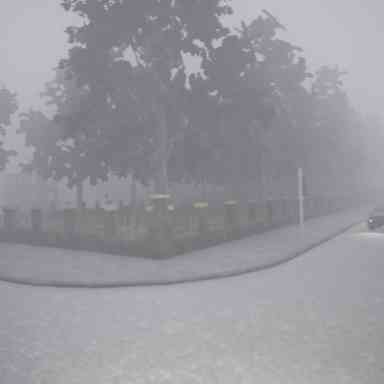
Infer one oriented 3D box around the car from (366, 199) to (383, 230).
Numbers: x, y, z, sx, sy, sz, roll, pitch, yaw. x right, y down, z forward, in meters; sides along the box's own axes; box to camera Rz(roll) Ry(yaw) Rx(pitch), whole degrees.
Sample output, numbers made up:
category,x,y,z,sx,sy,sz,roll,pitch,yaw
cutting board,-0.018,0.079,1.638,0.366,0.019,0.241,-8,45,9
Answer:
category,x,y,z,sx,sy,sz,roll,pitch,yaw
car,11.458,1.368,19.274,2.033,1.411,5.357,-2,-1,35
